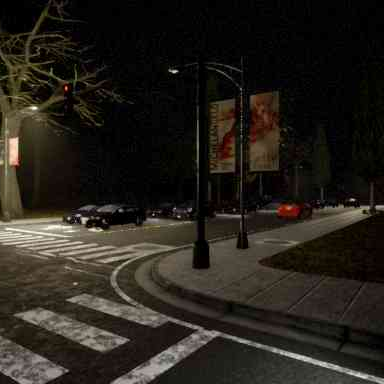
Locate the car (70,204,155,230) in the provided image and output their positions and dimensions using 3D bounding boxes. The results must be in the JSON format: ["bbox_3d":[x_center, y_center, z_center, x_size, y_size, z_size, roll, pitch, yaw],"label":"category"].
[{"bbox_3d":[-5.035,1.567,21.821,2.128,1.511,4.902,0,0,35],"label":"car"}]

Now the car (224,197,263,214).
[{"bbox_3d":[5.870,1.680,37.303,1.837,1.490,4.892,0,0,35],"label":"car"}]

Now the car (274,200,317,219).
[{"bbox_3d":[9.799,1.524,31.252,2.097,1.767,4.553,0,0,35],"label":"car"}]

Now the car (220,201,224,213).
[{"bbox_3d":[3.814,1.776,40.035,1.895,1.301,4.718,0,0,35],"label":"car"}]

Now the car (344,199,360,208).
[{"bbox_3d":[26.374,1.892,54.807,2.128,1.511,4.902,0,-1,35],"label":"car"}]

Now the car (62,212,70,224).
[{"bbox_3d":[-7.245,1.637,24.341,1.994,1.385,4.181,0,0,36],"label":"car"}]

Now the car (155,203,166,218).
[{"bbox_3d":[-1.915,1.667,31.887,2.033,1.411,5.357,0,0,35],"label":"car"}]

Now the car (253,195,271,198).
[{"bbox_3d":[9.898,1.472,48.600,2.150,2.045,5.566,0,0,38],"label":"car"}]

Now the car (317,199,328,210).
[{"bbox_3d":[17.797,1.824,48.260,1.812,1.442,4.674,0,-1,35],"label":"car"}]

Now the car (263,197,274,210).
[{"bbox_3d":[11.821,1.772,45.694,1.812,1.442,4.674,0,0,36],"label":"car"}]

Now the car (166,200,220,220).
[{"bbox_3d":[0.215,1.473,29.277,2.097,1.767,4.553,0,0,35],"label":"car"}]

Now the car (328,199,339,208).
[{"bbox_3d":[23.486,1.916,56.362,1.812,1.442,4.674,0,-1,35],"label":"car"}]
